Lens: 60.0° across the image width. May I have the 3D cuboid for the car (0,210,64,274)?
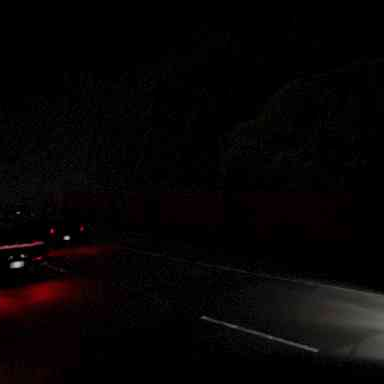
[{"bbox_3d":[-5.866,1.512,9.615,2.128,1.511,4.902,0,0,-45],"label":"car"}]

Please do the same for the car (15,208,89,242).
[{"bbox_3d":[-6.685,1.641,15.749,1.895,1.301,4.718,0,0,-40],"label":"car"}]

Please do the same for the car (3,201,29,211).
[{"bbox_3d":[-15.434,1.544,29.232,1.882,1.535,5.008,0,0,-31],"label":"car"}]
